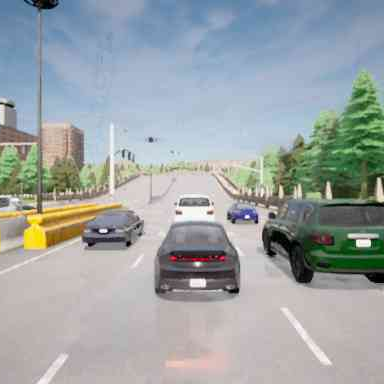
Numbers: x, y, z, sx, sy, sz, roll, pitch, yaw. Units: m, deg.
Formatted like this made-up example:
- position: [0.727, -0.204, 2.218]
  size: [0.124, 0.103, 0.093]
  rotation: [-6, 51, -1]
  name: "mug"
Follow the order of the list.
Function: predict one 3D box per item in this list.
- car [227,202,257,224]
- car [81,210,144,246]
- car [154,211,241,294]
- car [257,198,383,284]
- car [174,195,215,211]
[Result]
- position: [3.625, 1.463, 24.121]
  size: [1.812, 1.442, 4.674]
  rotation: [0, 0, 0]
  name: "car"
- position: [-3.379, 1.508, 15.048]
  size: [2.033, 1.411, 5.357]
  rotation: [0, 0, -1]
  name: "car"
- position: [0.113, 1.481, 8.730]
  size: [1.837, 1.490, 4.892]
  rotation: [0, 0, 0]
  name: "car"
- position: [3.615, 1.192, 9.703]
  size: [2.150, 2.045, 5.566]
  rotation: [0, 0, 0]
  name: "car"
- position: [0.123, 1.172, 19.024]
  size: [2.150, 2.045, 5.566]
  rotation: [0, 0, 0]
  name: "car"
